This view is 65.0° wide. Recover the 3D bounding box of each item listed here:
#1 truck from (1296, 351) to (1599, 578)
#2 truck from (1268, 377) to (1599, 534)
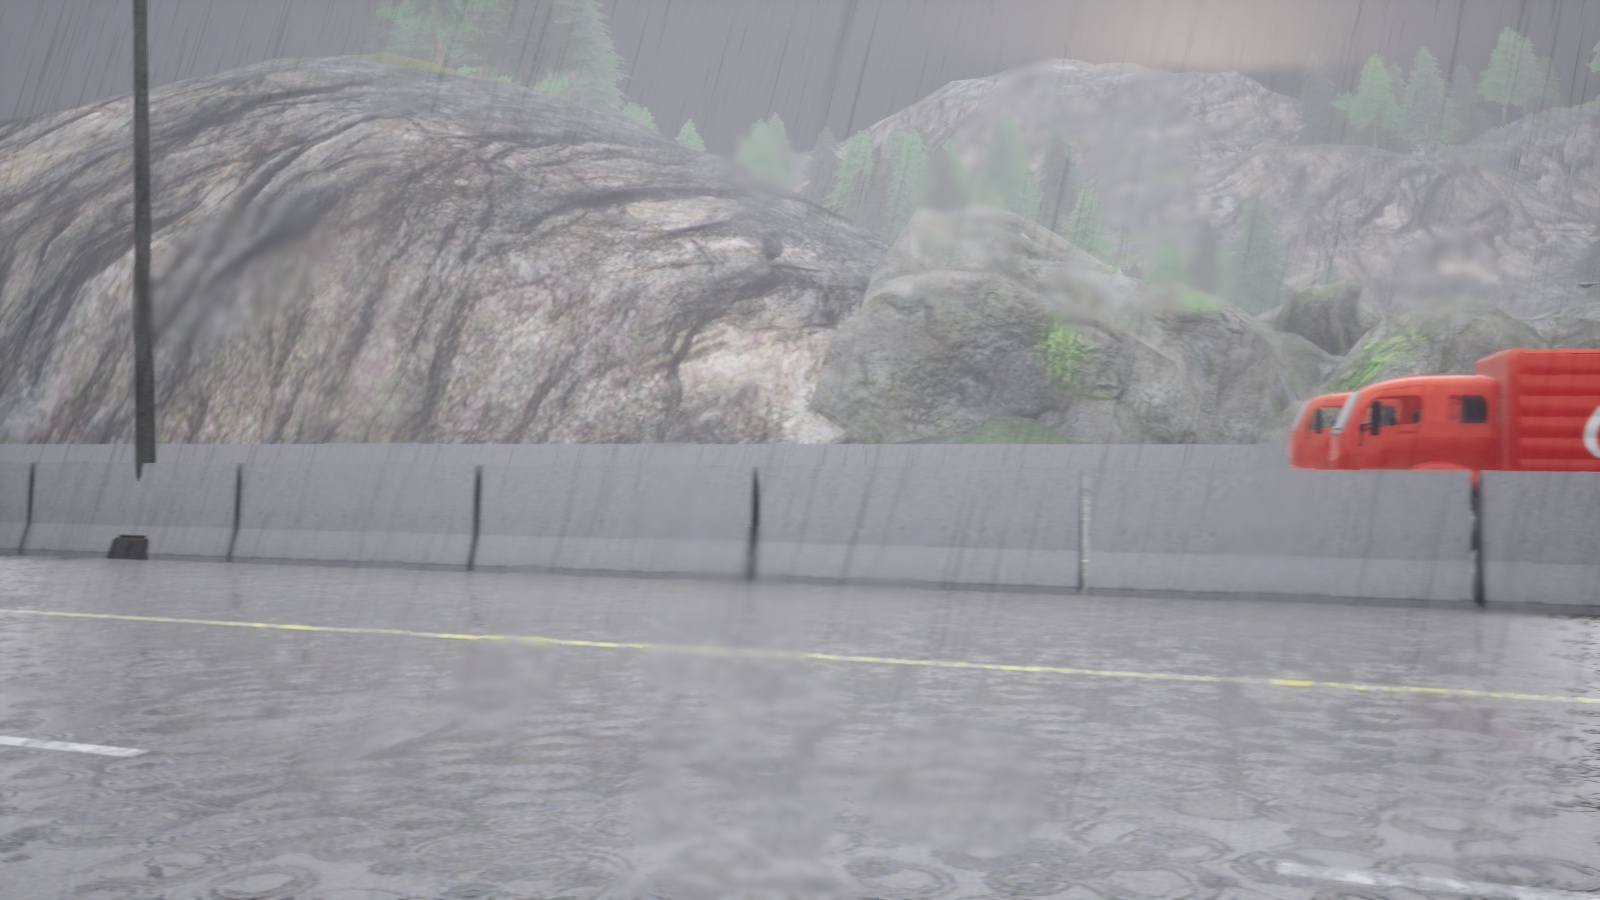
[{"bbox_3d":[8.807,0.137,14.994,5.204,2.467,2.627,1,1,19],"label":"truck"},{"bbox_3d":[10.916,0.038,21.668,5.204,2.467,2.627,1,1,19],"label":"truck"}]
